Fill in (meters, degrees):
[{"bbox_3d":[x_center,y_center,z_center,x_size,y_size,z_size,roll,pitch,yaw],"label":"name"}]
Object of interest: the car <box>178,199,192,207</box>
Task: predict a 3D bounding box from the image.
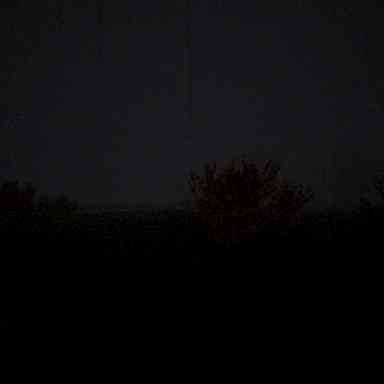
[{"bbox_3d":[-0.485,2.014,60.575,2.128,1.511,4.902,-1,-1,36],"label":"car"}]
